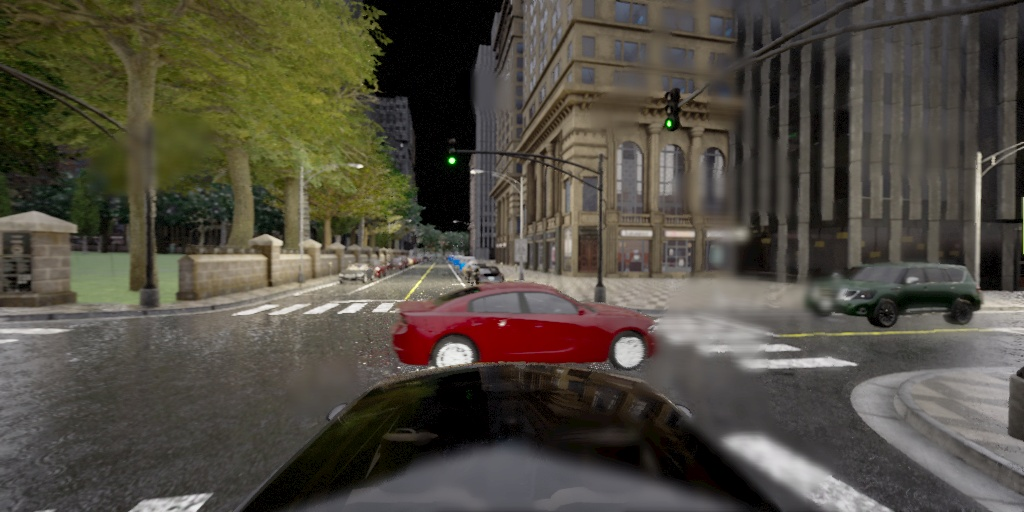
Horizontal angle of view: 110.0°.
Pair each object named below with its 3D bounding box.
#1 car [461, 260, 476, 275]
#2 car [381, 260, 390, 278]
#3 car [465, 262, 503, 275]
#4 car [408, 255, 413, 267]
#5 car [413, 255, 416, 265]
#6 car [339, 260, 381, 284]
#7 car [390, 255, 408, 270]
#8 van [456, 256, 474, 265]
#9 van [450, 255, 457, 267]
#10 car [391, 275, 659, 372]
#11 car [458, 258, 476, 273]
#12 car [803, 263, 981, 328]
[{"bbox_3d":[-2.582,1.239,27.069,1.948,1.339,4.313,0,0,-11],"label":"car"},{"bbox_3d":[-11.993,1.049,30.770,1.967,1.591,4.097,0,0,-11],"label":"car"},{"bbox_3d":[-1.541,1.257,21.749,1.948,1.339,4.313,0,0,-11],"label":"car"},{"bbox_3d":[-16.157,0.843,52.048,2.192,1.841,5.009,0,0,-11],"label":"car"},{"bbox_3d":[-18.206,1.010,62.520,1.751,1.417,4.829,0,0,-11],"label":"car"},{"bbox_3d":[-10.952,1.178,25.451,2.007,1.370,4.403,0,0,-11],"label":"car"},{"bbox_3d":[-15.116,0.990,46.729,1.967,1.591,4.097,0,0,-11],"label":"car"},{"bbox_3d":[-4.664,0.976,37.708,1.690,1.789,3.998,0,0,-11],"label":"van"},{"bbox_3d":[-8.828,0.893,58.986,1.690,1.789,3.998,0,0,-11],"label":"van"},{"bbox_3d":[0.319,1.259,6.915,5.008,1.535,1.882,1,0,-11],"label":"car"},{"bbox_3d":[-3.655,1.180,32.555,1.751,1.417,4.829,0,0,-11],"label":"car"},{"bbox_3d":[13.285,1.274,12.603,5.566,2.045,2.150,1,0,-11],"label":"car"}]
